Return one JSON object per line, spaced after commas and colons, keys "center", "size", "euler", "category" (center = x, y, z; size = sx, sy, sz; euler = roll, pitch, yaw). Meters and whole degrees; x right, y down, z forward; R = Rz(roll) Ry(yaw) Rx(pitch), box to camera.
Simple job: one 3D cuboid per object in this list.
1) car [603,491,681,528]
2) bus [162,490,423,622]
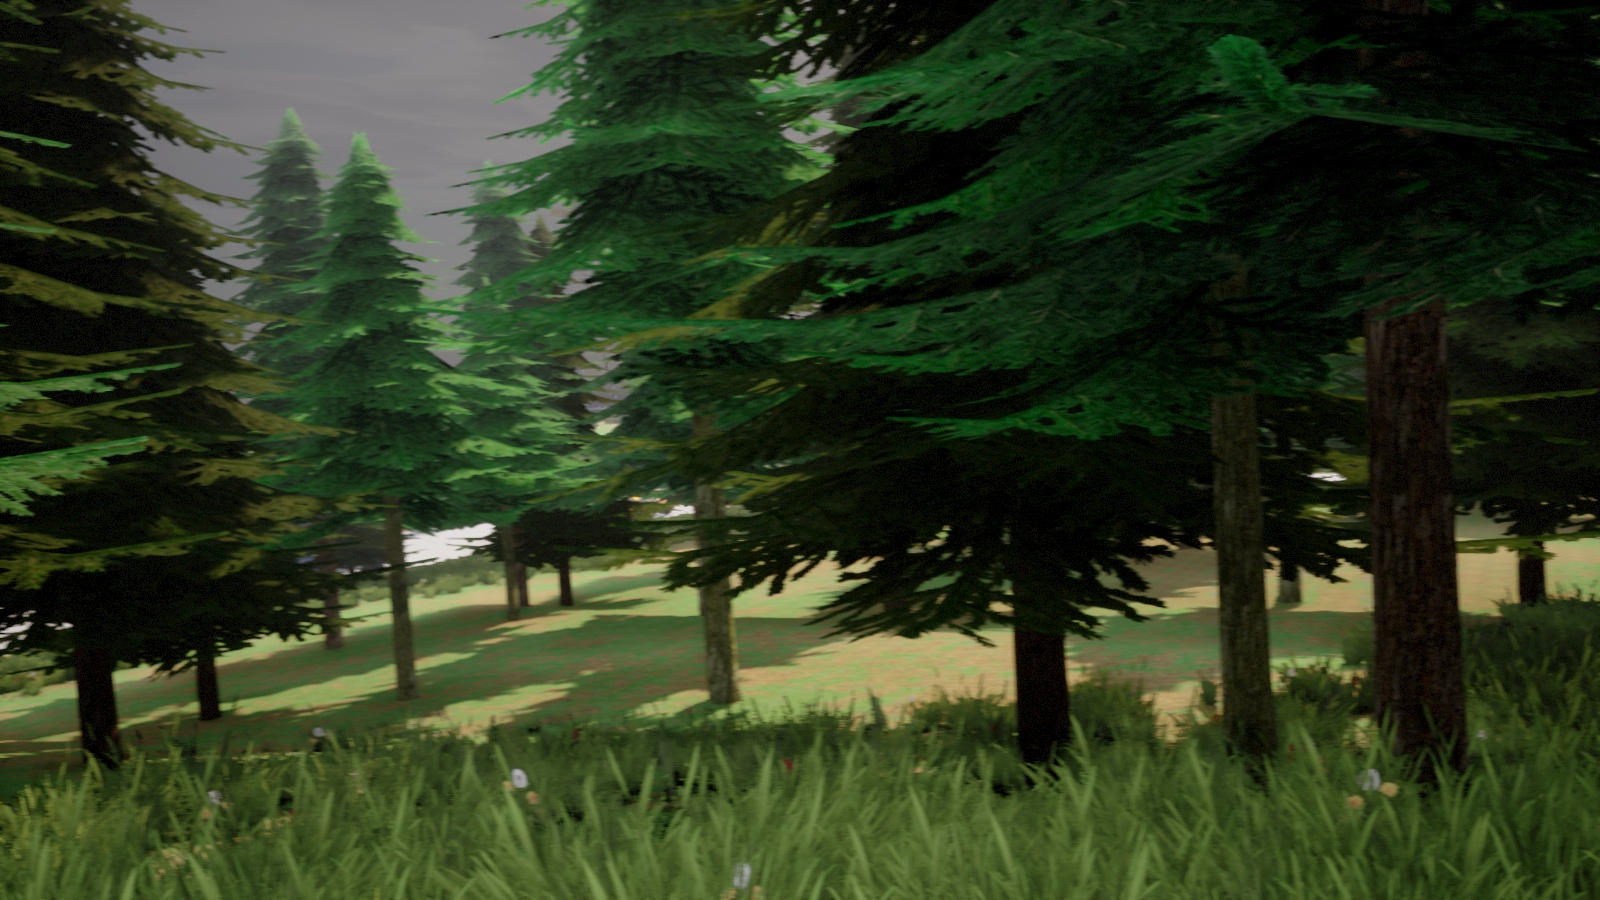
{"center": [-9.808, 3.695, 78.373], "size": [1.801, 1.575, 5.366], "euler": [-3, 3, 31], "category": "car"}
{"center": [-22.685, 4.607, 57.022], "size": [3.944, 4.253, 10.273], "euler": [-3, 3, 31], "category": "bus"}
